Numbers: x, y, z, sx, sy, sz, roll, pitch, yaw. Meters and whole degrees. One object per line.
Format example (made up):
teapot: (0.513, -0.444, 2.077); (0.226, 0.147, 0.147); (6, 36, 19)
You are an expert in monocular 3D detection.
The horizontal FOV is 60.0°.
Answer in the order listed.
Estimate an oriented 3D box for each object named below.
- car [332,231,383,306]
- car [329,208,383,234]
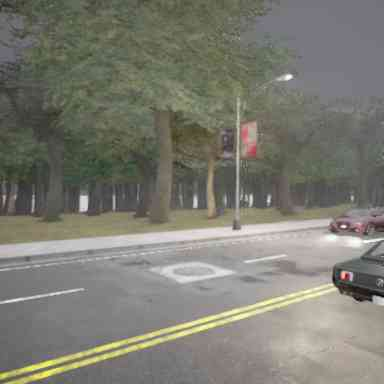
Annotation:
car: (5.121, 1.626, 7.092); (4.718, 1.301, 1.895); (0, 0, -35)
car: (9.483, 1.604, 18.410); (4.181, 1.385, 1.994); (0, 0, -35)
